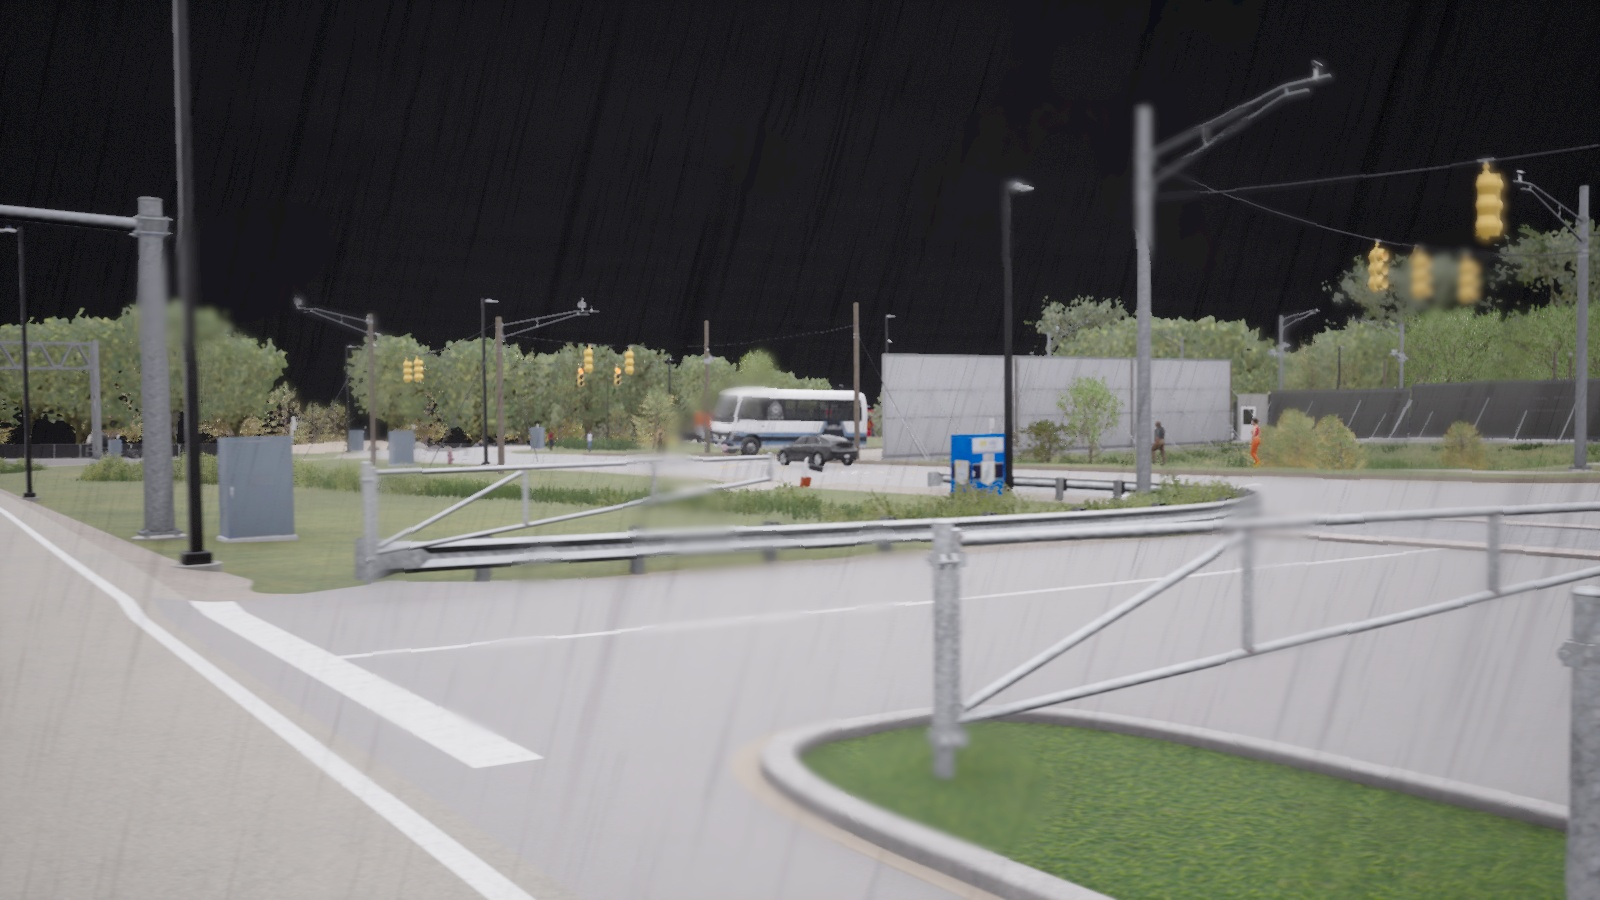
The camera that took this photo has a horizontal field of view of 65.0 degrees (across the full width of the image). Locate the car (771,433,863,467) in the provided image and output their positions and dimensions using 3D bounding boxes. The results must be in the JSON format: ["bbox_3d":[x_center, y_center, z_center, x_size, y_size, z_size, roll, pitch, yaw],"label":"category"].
[{"bbox_3d":[0.753,-0.034,59.628,1.837,1.490,4.892,-2,2,-35],"label":"car"}]

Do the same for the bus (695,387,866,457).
[{"bbox_3d":[-1.200,-1.835,81.051,10.273,4.253,3.944,-1,4,-29],"label":"bus"}]

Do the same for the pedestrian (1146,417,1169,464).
[{"bbox_3d":[14.374,-0.382,50.483,0.540,1.848,0.694,-2,3,-34],"label":"pedestrian"}]

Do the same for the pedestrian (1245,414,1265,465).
[{"bbox_3d":[16.657,-0.390,45.949,0.345,1.836,0.594,-3,3,-37],"label":"pedestrian"}]
